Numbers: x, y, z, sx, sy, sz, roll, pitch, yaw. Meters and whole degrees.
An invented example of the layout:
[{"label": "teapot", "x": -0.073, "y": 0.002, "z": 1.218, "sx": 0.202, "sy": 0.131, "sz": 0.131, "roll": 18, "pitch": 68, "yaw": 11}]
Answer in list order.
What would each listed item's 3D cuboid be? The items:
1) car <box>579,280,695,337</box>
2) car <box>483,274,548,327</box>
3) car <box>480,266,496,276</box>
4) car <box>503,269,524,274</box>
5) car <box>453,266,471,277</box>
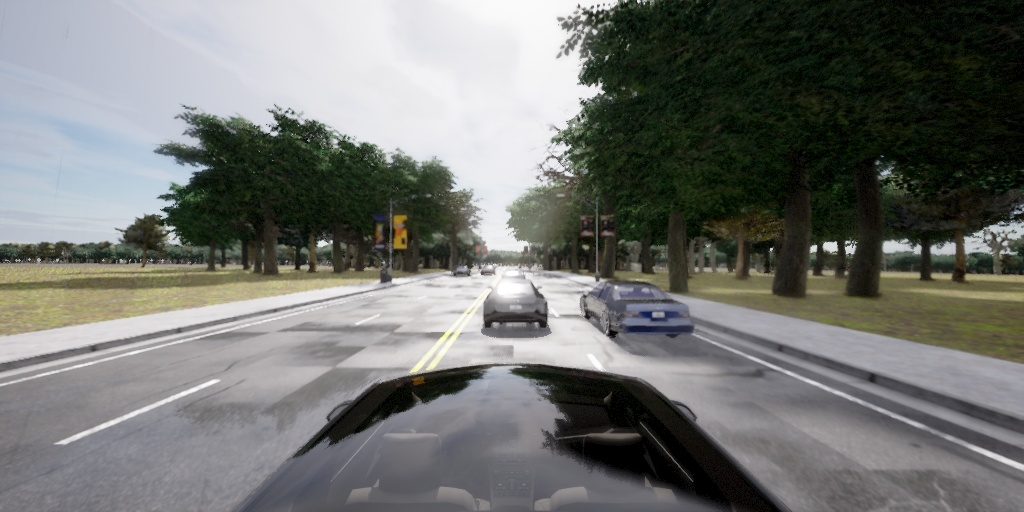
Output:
[{"label": "car", "x": 3.356, "y": 1.427, "z": 10.720, "sx": 2.033, "sy": 1.411, "sz": 5.357, "roll": 0, "pitch": -1, "yaw": 0}, {"label": "car", "x": 0.106, "y": 1.463, "z": 12.173, "sx": 1.994, "sy": 1.385, "sz": 4.181, "roll": 0, "pitch": -1, "yaw": 0}, {"label": "car", "x": -3.279, "y": 2.035, "z": 49.981, "sx": 1.994, "sy": 1.385, "sz": 4.181, "roll": 0, "pitch": -1, "yaw": 1}, {"label": "car", "x": 0.113, "y": 1.667, "z": 26.721, "sx": 2.033, "sy": 1.411, "sz": 5.357, "roll": 0, "pitch": -1, "yaw": 0}, {"label": "car", "x": -6.516, "y": 1.991, "z": 47.265, "sx": 1.994, "sy": 1.385, "sz": 4.181, "roll": 0, "pitch": -1, "yaw": 1}]
